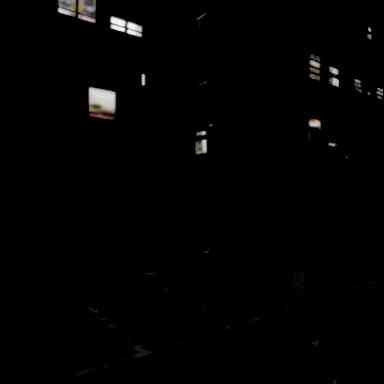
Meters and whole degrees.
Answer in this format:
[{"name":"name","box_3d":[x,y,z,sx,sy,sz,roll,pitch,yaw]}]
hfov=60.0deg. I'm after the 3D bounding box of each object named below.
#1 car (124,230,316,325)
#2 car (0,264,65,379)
[{"name":"car","box_3d":[0.769,1.553,7.107,4.507,1.381,1.887,0,0,-35]},{"name":"car","box_3d":[-3.820,1.549,3.834,4.403,1.369,2.008,0,0,-35]}]
